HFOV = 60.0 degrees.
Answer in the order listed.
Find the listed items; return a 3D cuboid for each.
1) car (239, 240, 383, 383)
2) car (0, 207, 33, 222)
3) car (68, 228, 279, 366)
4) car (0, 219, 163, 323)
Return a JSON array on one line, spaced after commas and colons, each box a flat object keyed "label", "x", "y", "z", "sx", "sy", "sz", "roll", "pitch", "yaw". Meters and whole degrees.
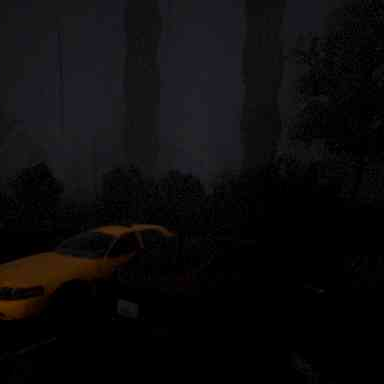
[{"label": "car", "x": 2.784, "y": 1.479, "z": 4.393, "sx": 2.231, "sy": 1.521, "sz": 4.892, "roll": 0, "pitch": 0, "yaw": 35}, {"label": "car", "x": -6.204, "y": 1.248, "z": 10.755, "sx": 2.185, "sy": 1.767, "sz": 4.553, "roll": 1, "pitch": 1, "yaw": 35}, {"label": "car", "x": 0.558, "y": 1.488, "z": 6.009, "sx": 2.163, "sy": 1.488, "sz": 4.792, "roll": 1, "pitch": 0, "yaw": 35}, {"label": "car", "x": -1.814, "y": 1.429, "z": 7.436, "sx": 1.946, "sy": 1.575, "sz": 5.366, "roll": 1, "pitch": 0, "yaw": 35}]
